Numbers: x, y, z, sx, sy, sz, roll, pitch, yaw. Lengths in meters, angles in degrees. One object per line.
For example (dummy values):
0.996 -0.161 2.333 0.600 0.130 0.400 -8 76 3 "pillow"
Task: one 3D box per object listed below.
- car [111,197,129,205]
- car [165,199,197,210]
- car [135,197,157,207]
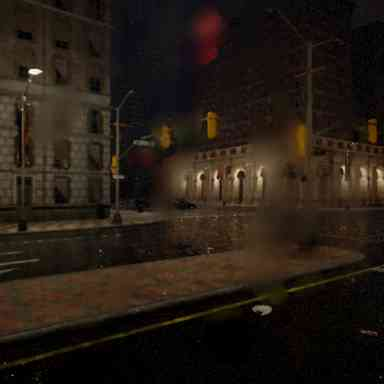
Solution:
-12.965 1.565 59.612 1.812 1.442 4.674 0 0 -35 "car"
-1.565 1.587 43.508 2.033 1.411 5.357 0 0 -36 "car"
-7.165 1.565 51.342 1.812 1.442 4.674 0 0 -35 "car"
